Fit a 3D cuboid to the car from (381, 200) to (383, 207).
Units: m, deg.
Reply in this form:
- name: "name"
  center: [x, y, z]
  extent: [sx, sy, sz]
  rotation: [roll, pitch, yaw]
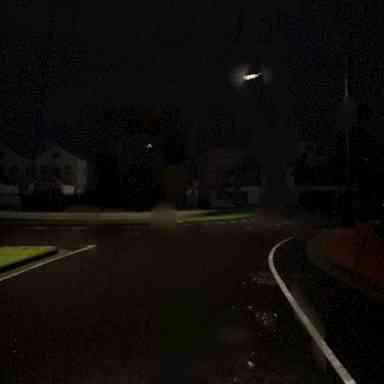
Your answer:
- name: "car"
  center: [26.877, 1.242, 41.690]
  extent: [5.566, 2.045, 2.150]
  rotation: [0, 0, 4]
